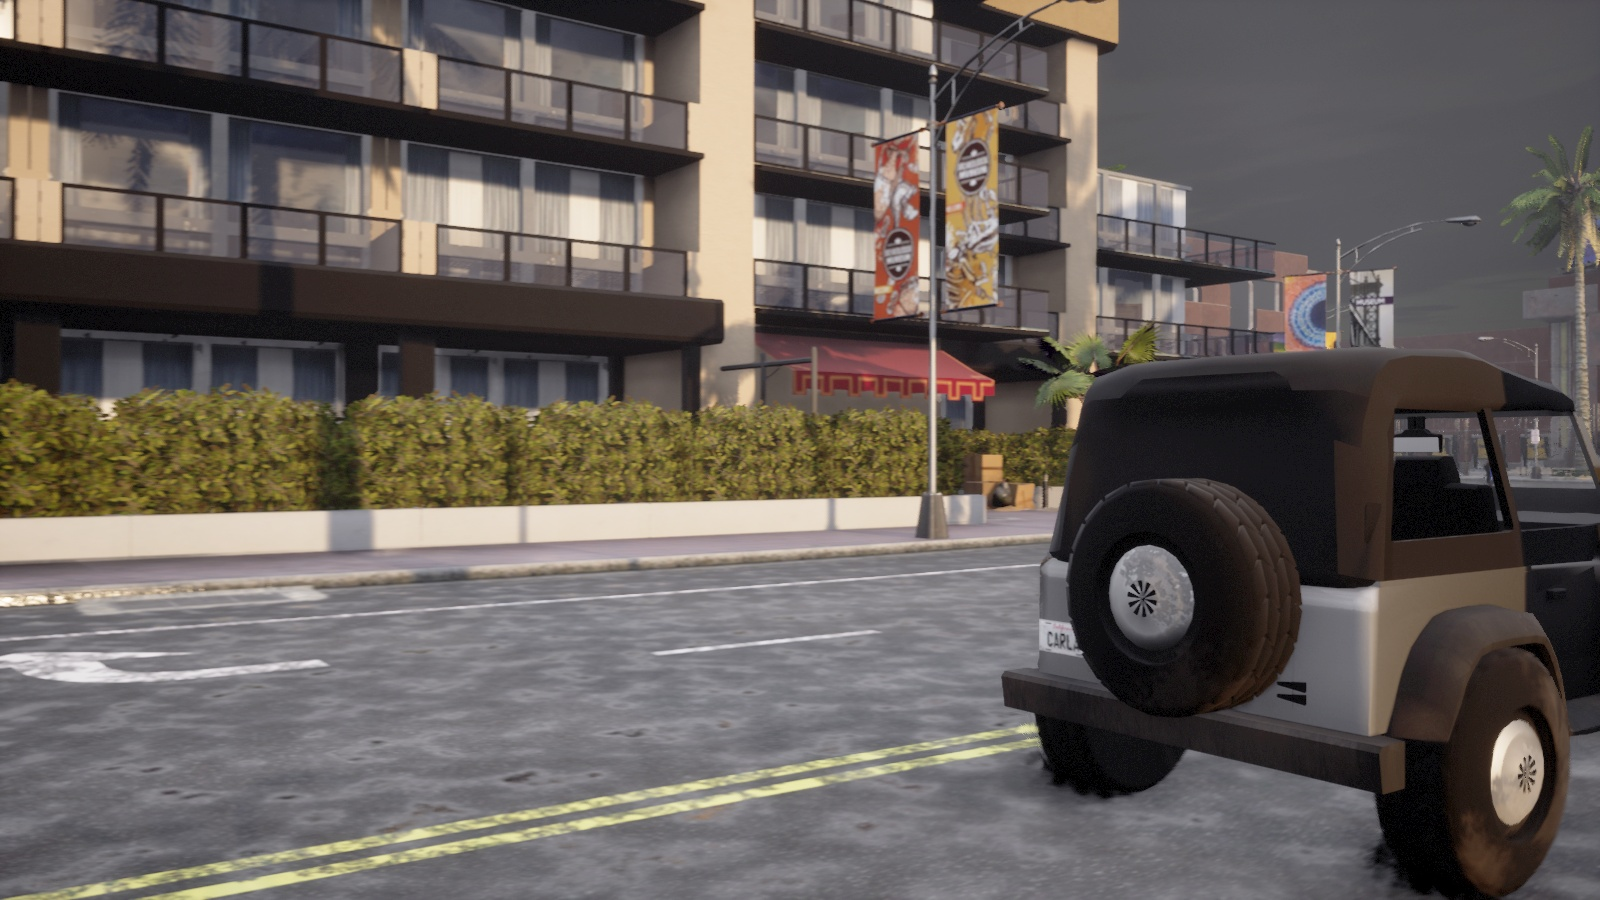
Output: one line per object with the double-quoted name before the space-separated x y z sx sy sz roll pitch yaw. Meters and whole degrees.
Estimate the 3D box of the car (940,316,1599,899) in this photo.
"car" 2.712 0.549 5.562 3.866 1.878 1.905 0 0 -35
